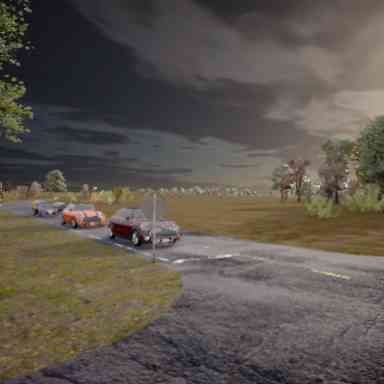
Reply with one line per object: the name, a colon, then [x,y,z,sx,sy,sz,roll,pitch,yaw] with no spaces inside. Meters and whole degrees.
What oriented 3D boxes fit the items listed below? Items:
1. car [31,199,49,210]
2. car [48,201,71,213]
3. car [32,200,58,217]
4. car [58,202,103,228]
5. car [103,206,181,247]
car: [-24.978,2.019,54.672,1.882,1.535,5.008,1,-1,-34]
car: [-17.427,1.977,43.691,1.812,1.442,4.674,1,-2,-35]
car: [-15.577,1.824,35.385,2.128,1.511,4.902,1,-1,-35]
car: [-7.967,1.595,24.323,2.097,1.767,4.553,1,-1,-34]
car: [-2.407,1.527,16.245,2.097,1.767,4.553,1,-1,-34]
